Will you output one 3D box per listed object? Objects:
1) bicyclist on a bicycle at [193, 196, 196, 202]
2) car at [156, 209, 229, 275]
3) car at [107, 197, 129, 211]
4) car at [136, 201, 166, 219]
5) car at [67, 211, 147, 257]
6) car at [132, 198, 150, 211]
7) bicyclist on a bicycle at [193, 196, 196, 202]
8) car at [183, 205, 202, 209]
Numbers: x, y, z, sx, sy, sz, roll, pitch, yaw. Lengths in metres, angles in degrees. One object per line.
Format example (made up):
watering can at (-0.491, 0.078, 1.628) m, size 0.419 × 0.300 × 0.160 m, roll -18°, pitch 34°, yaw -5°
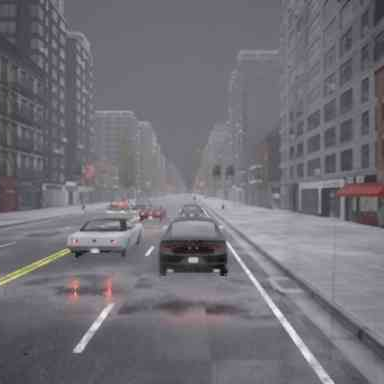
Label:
bicyclist on a bicycle at (0.716, 1.764, 78.269) m, size 0.582 × 1.620 × 1.656 m, roll 0°, pitch 0°, yaw 0°
car at (0.046, 1.527, 10.658) m, size 1.882 × 1.535 × 5.008 m, roll 0°, pitch 0°, yaw 0°
car at (-9.939, 1.551, 44.714) m, size 2.097 × 1.767 × 4.553 m, roll 0°, pitch 0°, yaw 0°
car at (-3.231, 1.730, 28.319) m, size 1.895 × 1.301 × 4.718 m, roll 0°, pitch 0°, yaw 0°
car at (-3.197, 1.662, 13.201) m, size 1.895 × 1.301 × 4.718 m, roll 0°, pitch 0°, yaw 0°
car at (-6.690, 1.550, 44.718) m, size 2.097 × 1.767 × 4.553 m, roll 0°, pitch 0°, yaw 0°
bicyclist on a bicycle at (0.690, 1.777, 87.267) m, size 0.866 × 1.612 × 1.509 m, roll 0°, pitch 0°, yaw 0°
car at (0.012, 1.662, 25.104) m, size 2.033 × 1.411 × 5.357 m, roll 0°, pitch 0°, yaw 0°
